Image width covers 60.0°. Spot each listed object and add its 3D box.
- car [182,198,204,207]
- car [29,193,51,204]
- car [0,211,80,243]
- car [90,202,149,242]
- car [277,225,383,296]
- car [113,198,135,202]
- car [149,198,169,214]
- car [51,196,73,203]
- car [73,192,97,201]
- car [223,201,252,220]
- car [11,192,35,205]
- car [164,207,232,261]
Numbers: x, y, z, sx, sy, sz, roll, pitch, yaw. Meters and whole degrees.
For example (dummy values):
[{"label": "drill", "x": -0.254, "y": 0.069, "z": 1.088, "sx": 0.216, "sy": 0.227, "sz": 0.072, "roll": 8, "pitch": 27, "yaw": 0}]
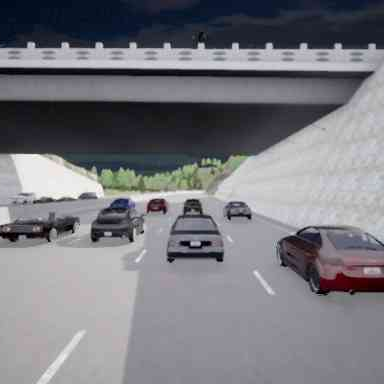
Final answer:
[{"label": "car", "x": 0.090, "y": 1.376, "z": 32.331, "sx": 1.837, "sy": 1.490, "sz": 4.892, "roll": 0, "pitch": 0, "yaw": 0}, {"label": "car", "x": -24.562, "y": 1.336, "z": 55.633, "sx": 2.033, "sy": 1.411, "sz": 5.357, "roll": 0, "pitch": 0, "yaw": 1}, {"label": "car", "x": -6.905, "y": 1.540, "z": 15.769, "sx": 1.895, "sy": 1.301, "sz": 4.718, "roll": 0, "pitch": 0, "yaw": 0}, {"label": "car", "x": -3.404, "y": 1.443, "z": 15.893, "sx": 1.837, "sy": 1.490, "sz": 4.892, "roll": 0, "pitch": 0, "yaw": 0}, {"label": "car", "x": 3.594, "y": 1.528, "z": 8.631, "sx": 1.994, "sy": 1.385, "sz": 4.181, "roll": 0, "pitch": 0, "yaw": 0}, {"label": "car", "x": -6.911, "y": 1.346, "z": 33.761, "sx": 1.882, "sy": 1.535, "sz": 5.008, "roll": 0, "pitch": 0, "yaw": 0}, {"label": "car", "x": -3.411, "y": 1.344, "z": 33.736, "sx": 1.882, "sy": 1.535, "sz": 5.008, "roll": 0, "pitch": 0, "yaw": 0}, {"label": "car", "x": -21.066, "y": 1.334, "z": 55.706, "sx": 2.033, "sy": 1.411, "sz": 5.357, "roll": 0, "pitch": 0, "yaw": 1}, {"label": "car", "x": -17.576, "y": 1.005, "z": 55.876, "sx": 2.150, "sy": 2.045, "sz": 5.566, "roll": 0, "pitch": 0, "yaw": 1}, {"label": "car", "x": 3.591, "y": 1.439, "z": 26.889, "sx": 2.033, "sy": 1.411, "sz": 5.357, "roll": 0, "pitch": 0, "yaw": 0}, {"label": "car", "x": -28.060, "y": 1.011, "z": 55.868, "sx": 2.150, "sy": 2.045, "sz": 5.566, "roll": 0, "pitch": 0, "yaw": 0}, {"label": "car", "x": 0.097, "y": 1.500, "z": 11.967, "sx": 2.033, "sy": 1.411, "sz": 5.357, "roll": 0, "pitch": 0, "yaw": 0}]
